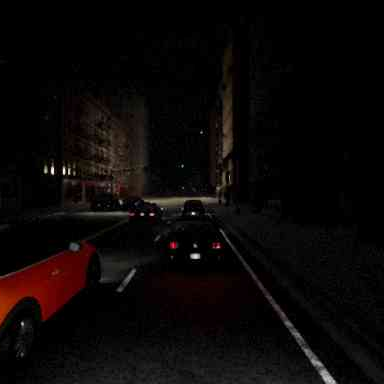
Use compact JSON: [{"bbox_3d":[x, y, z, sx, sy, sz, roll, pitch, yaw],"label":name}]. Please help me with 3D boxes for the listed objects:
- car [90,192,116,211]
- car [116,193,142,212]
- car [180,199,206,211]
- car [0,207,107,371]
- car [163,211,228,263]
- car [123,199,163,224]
[{"bbox_3d":[-9.771,1.065,37.846,2.150,2.045,5.566,0,0,0],"label":"car"},{"bbox_3d":[-6.538,1.196,36.509,2.097,1.767,4.553,0,0,1],"label":"car"},{"bbox_3d":[0.097,1.387,27.925,1.837,1.490,4.892,0,0,0],"label":"car"},{"bbox_3d":[-3.151,1.328,5.809,2.097,1.767,4.553,0,0,0],"label":"car"},{"bbox_3d":[0.100,1.552,11.756,1.895,1.301,4.718,0,0,0],"label":"car"},{"bbox_3d":[-3.151,1.449,23.502,2.033,1.411,5.357,0,0,0],"label":"car"}]
